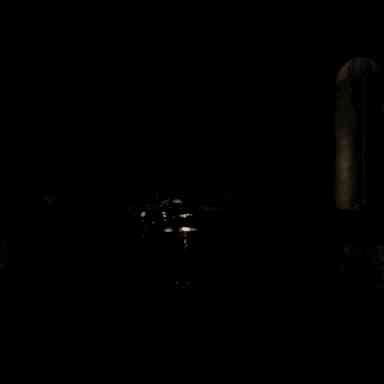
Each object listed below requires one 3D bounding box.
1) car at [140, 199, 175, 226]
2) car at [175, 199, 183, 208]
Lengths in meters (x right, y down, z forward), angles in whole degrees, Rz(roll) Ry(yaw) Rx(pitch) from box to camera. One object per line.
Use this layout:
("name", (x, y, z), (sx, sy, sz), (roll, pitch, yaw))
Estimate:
("car", (-2.771, 1.671, 26.497), (2.097, 1.767, 4.553), (0, -1, 1))
("car", (-2.739, 2.068, 61.579), (1.882, 1.535, 5.008), (0, -1, 0))
